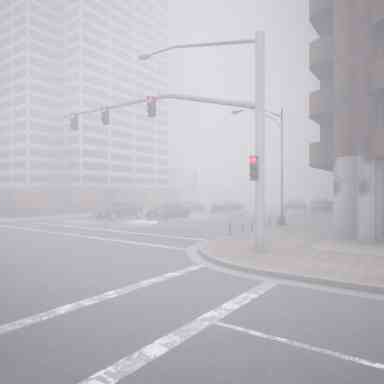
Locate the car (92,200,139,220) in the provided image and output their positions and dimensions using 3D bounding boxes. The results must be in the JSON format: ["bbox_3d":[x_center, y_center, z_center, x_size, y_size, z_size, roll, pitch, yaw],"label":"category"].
[{"bbox_3d":[-6.120,1.505,28.090,1.837,1.490,4.892,0,0,35],"label":"car"}]

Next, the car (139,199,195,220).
[{"bbox_3d":[-2.010,1.564,27.850,1.994,1.385,4.181,0,0,35],"label":"car"}]

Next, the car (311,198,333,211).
[{"bbox_3d":[16.216,1.478,41.280,1.882,1.535,5.008,0,0,35],"label":"car"}]

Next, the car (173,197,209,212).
[{"bbox_3d":[-0.401,1.564,36.217,1.994,1.385,4.181,0,0,35],"label":"car"}]

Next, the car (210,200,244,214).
[{"bbox_3d":[3.861,1.601,36.186,1.895,1.301,4.718,0,0,35],"label":"car"}]

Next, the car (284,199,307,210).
[{"bbox_3d":[13.581,1.564,43.656,1.994,1.385,4.181,0,0,35],"label":"car"}]
